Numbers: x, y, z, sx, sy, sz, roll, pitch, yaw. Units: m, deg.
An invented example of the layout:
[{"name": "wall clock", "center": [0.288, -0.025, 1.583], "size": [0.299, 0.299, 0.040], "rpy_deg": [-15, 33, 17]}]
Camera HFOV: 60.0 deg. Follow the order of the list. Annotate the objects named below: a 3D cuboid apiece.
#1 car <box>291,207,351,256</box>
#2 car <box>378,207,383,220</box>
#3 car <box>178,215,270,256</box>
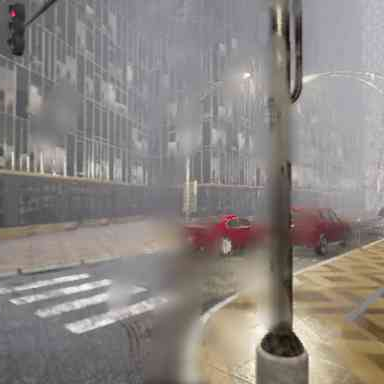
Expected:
[{"name": "car", "center": [5.251, 1.573, 14.469], "size": [2.192, 1.841, 5.009], "rpy_deg": [-2, -2, 41]}, {"name": "car", "center": [23.424, 2.491, 39.307], "size": [1.837, 1.490, 4.892], "rpy_deg": [-2, -2, 41]}, {"name": "car", "center": [1.571, 1.734, 14.358], "size": [1.882, 1.535, 5.008], "rpy_deg": [-2, -2, 42]}]
